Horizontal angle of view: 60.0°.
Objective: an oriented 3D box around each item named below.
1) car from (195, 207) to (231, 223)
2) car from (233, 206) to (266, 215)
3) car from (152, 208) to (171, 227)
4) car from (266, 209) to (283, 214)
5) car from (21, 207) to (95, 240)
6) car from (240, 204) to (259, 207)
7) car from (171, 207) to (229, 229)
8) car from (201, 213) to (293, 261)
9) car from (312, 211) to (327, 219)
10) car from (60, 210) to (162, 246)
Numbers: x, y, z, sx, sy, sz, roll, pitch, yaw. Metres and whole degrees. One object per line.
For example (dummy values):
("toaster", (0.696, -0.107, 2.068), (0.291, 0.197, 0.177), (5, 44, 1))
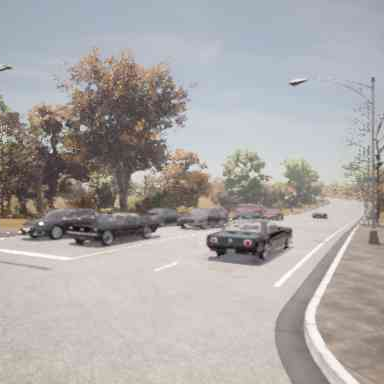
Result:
("car", (2.284, 2.355, 34.687), (1.837, 1.490, 4.892), (0, -3, 28))
("car", (5.573, 2.431, 33.428), (1.994, 1.385, 4.181), (0, -3, 28))
("car", (-2.470, 1.947, 25.789), (1.994, 1.385, 4.181), (0, -2, 29))
("car", (10.341, 2.886, 42.255), (1.812, 1.442, 4.674), (0, -3, 28))
("car", (-6.682, 1.624, 17.940), (1.837, 1.490, 4.892), (0, -1, 28))
("car", (7.354, 2.596, 44.072), (2.150, 2.045, 5.566), (0, -3, 29))
("car", (0.878, 1.949, 24.655), (2.033, 1.411, 5.357), (0, -2, 28))
("car", (2.427, 1.698, 12.812), (1.895, 1.301, 4.718), (0, -1, 31))
("car", (20.792, 3.710, 54.052), (1.895, 1.301, 4.718), (0, -3, 28))
("car", (-3.676, 1.711, 16.141), (1.895, 1.301, 4.718), (0, -1, 28))
